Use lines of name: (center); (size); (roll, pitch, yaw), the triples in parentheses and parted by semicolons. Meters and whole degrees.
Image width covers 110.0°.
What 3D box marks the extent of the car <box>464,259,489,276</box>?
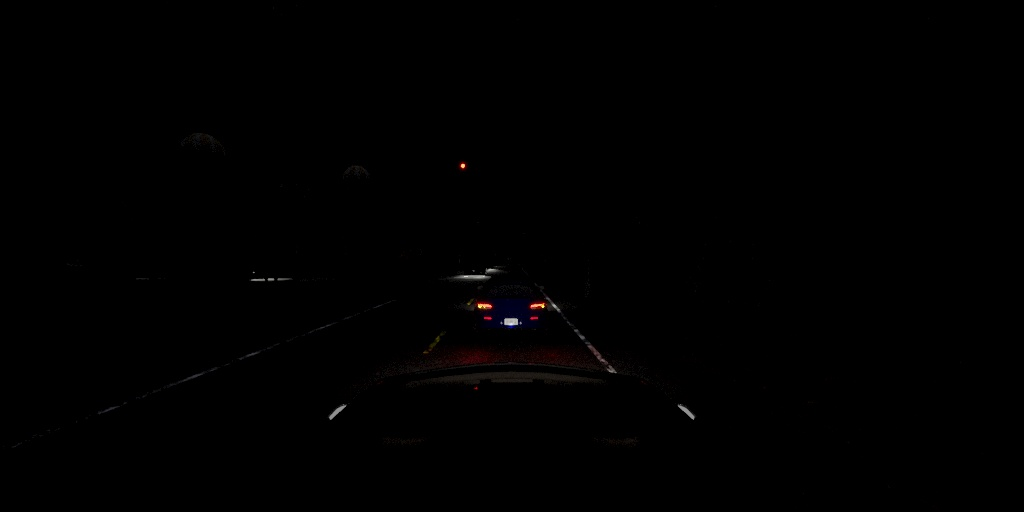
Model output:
car: (-3.739, 1.285, 36.714); (1.994, 1.385, 4.181); (0, 0, 0)

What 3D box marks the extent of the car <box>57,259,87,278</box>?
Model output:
car: (-32.945, 0.982, 28.329); (4.674, 1.442, 1.812); (1, 0, -1)

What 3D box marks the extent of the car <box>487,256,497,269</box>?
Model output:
car: (-3.806, 1.197, 54.963); (2.128, 1.511, 4.902); (0, 0, 0)

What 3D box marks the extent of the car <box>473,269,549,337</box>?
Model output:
car: (-0.030, 1.274, 10.165); (1.812, 1.442, 4.674); (0, 0, 0)

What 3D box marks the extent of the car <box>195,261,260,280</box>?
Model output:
car: (-22.458, 1.118, 28.429); (4.181, 1.385, 1.994); (1, 0, 0)
